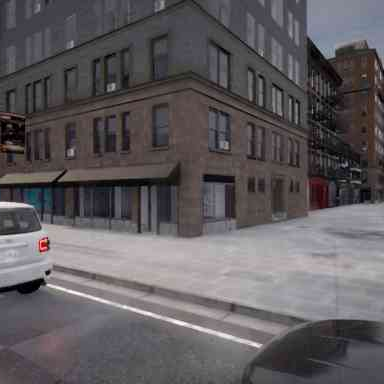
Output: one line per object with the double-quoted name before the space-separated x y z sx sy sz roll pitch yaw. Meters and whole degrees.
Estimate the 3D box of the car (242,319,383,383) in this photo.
"car" 2.605 1.505 1.829 4.892 1.490 1.837 0 0 36

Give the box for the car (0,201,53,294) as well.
"car" -5.466 1.222 7.574 5.566 2.045 2.150 0 0 36
